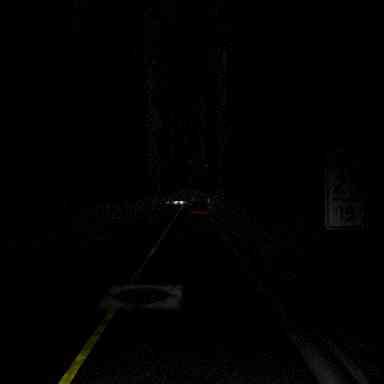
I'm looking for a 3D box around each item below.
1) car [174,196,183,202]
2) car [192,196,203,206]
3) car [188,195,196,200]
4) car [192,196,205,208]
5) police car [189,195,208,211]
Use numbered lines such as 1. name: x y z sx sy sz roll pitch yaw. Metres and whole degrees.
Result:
1. car: -3.000 1.510 75.962 1.994 1.385 4.181 0 0 0
2. car: 0.900 1.473 56.549 1.882 1.535 5.008 0 0 0
3. car: 0.001 1.417 92.074 1.994 1.385 4.181 0 0 0
4. car: 0.900 1.472 50.548 1.882 1.535 5.008 0 0 0
5. police car: 0.901 1.418 40.657 1.930 1.638 5.238 0 0 0
